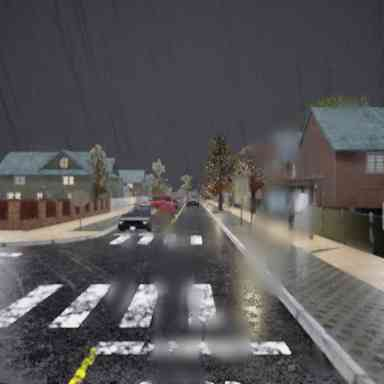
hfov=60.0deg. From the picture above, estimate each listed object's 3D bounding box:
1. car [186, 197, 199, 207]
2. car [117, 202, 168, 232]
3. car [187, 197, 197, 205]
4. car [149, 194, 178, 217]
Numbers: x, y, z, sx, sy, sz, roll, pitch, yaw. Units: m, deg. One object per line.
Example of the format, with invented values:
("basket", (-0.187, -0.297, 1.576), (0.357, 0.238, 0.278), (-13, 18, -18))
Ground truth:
("car", (0.118, 1.707, 53.910), (1.994, 1.385, 4.181), (0, 0, 0))
("car", (-2.999, 1.550, 20.432), (2.033, 1.411, 5.357), (0, 0, 4))
("car", (0.033, 1.716, 63.896), (1.837, 1.490, 4.892), (0, 0, 0))
("car", (-2.828, 1.253, 31.837), (2.150, 2.045, 5.566), (0, 0, 1))
